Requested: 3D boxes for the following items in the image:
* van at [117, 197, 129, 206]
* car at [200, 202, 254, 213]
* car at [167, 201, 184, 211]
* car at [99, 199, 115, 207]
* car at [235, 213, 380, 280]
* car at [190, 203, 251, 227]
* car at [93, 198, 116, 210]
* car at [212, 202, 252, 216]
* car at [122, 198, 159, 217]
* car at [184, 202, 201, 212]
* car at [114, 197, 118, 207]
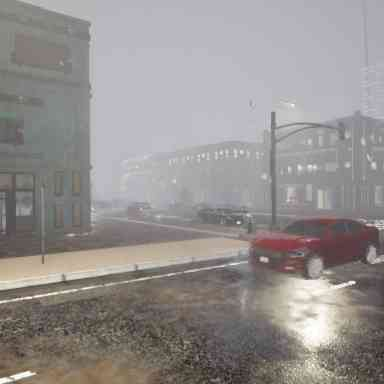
[{"bbox_3d":[-11.361,1.906,59.747,1.690,1.788,3.998,-1,0,-35],"label":"van"},{"bbox_3d":[3.220,1.734,28.386,2.128,1.511,4.902,-1,0,-35],"label":"car"},{"bbox_3d":[-1.937,1.965,46.071,1.802,1.307,4.206,-1,0,-35],"label":"car"},{"bbox_3d":[-17.635,2.227,68.864,1.887,1.381,4.507,-1,0,-35],"label":"car"},{"bbox_3d":[3.849,1.476,10.148,5.008,1.535,1.882,0,1,-38],"label":"car"},{"bbox_3d":[2.071,1.814,25.260,1.947,1.339,4.313,-1,0,-35],"label":"car"},{"bbox_3d":[-14.834,2.115,54.779,1.882,1.535,5.008,-1,0,-35],"label":"car"},{"bbox_3d":[4.341,1.809,36.953,2.008,1.369,4.403,-2,0,-35],"label":"car"},{"bbox_3d":[-5.702,1.846,36.757,1.967,1.590,4.097,-1,0,-35],"label":"car"},{"bbox_3d":[1.202,1.903,41.512,1.802,1.307,4.206,-1,0,-35],"label":"car"},{"bbox_3d":[-14.501,1.939,64.305,2.192,1.841,5.009,-1,0,-35],"label":"car"}]
